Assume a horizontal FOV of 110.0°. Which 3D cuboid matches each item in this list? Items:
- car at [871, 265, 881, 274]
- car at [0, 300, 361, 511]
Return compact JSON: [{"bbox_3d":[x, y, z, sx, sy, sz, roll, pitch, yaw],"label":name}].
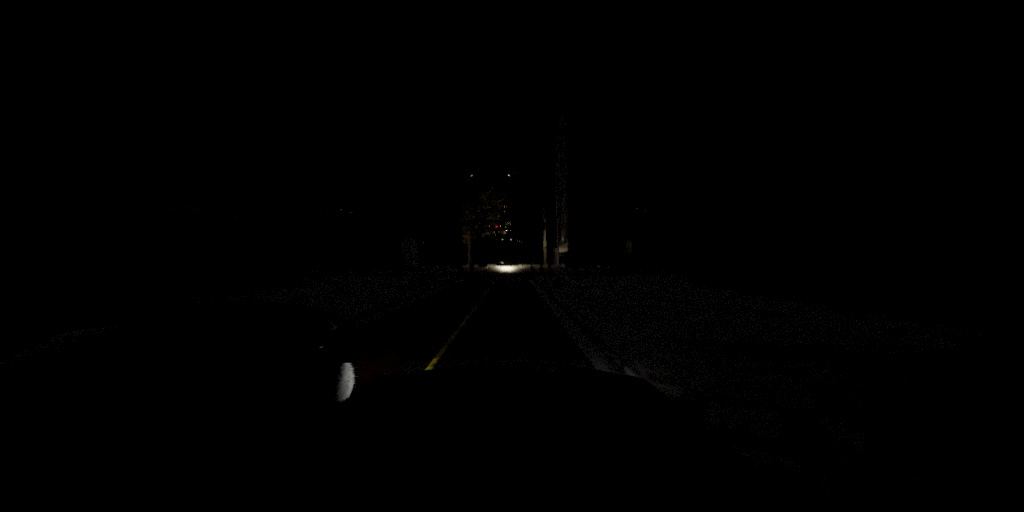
[{"bbox_3d":[46.716,1.482,43.881,5.357,1.411,2.033,0,0,0],"label":"car"},{"bbox_3d":[-3.099,1.266,3.331,1.837,1.490,4.892,0,0,0],"label":"car"}]
